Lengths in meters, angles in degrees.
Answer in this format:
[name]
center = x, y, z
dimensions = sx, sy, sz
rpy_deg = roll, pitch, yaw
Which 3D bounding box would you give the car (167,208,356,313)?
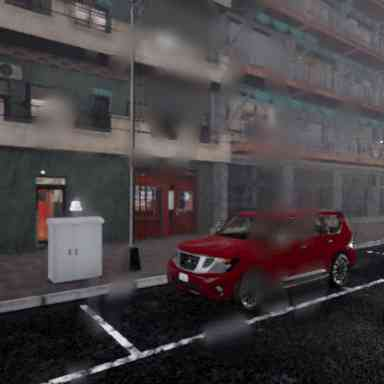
[car]
center = 1.891, 1.346, 7.908
dimensions = 5.009, 1.841, 2.192
rpy_deg = 0, 0, -35
